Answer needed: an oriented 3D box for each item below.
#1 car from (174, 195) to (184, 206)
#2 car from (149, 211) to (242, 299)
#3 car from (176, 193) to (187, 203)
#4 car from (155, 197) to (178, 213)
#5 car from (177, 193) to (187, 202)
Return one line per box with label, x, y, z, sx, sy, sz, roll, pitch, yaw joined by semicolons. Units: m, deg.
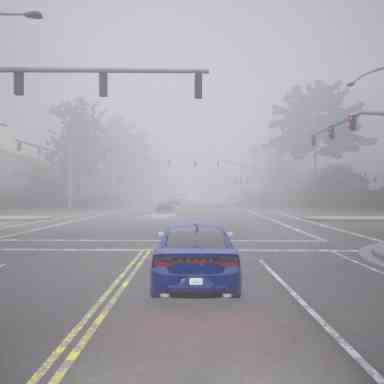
car;-2.762;1.564;53.203;1.994;1.385;4.181;0;0;1
car;0.086;1.478;8.537;1.882;1.535;5.008;0;0;0
car;-2.534;1.221;69.374;2.150;2.045;5.566;0;0;0
car;-2.957;1.601;37.324;1.895;1.301;4.718;0;0;1
car;-2.432;1.225;81.383;2.150;2.045;5.566;0;0;0
